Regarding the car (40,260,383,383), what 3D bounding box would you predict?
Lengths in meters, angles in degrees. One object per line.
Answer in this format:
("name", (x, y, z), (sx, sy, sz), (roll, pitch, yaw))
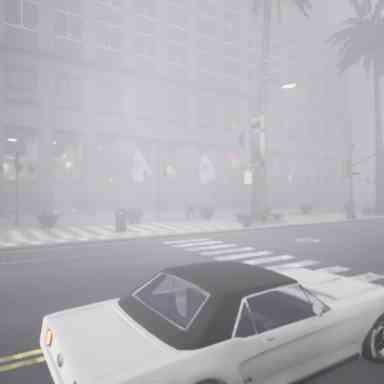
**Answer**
("car", (0.735, 1.601, 4.285), (4.718, 1.301, 1.895), (0, 0, -32))
